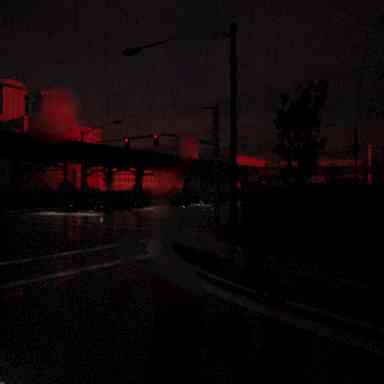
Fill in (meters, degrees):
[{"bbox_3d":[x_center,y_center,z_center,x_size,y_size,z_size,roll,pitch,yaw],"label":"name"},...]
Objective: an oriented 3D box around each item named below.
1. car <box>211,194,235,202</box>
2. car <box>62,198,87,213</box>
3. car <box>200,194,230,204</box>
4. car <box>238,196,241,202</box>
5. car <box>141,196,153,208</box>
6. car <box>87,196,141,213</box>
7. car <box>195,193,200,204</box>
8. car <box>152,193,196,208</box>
[{"bbox_3d":[5.454,1.010,58.325,1.895,1.301,4.718,0,1,38],"label":"car"},{"bbox_3d":[-11.619,1.377,35.810,1.812,1.442,4.674,0,1,37],"label":"car"},{"bbox_3d":[3.707,1.084,50.254,1.812,1.442,4.674,0,1,37],"label":"car"},{"bbox_3d":[9.703,0.909,58.114,2.033,1.411,5.357,0,1,38],"label":"car"},{"bbox_3d":[-6.095,1.232,43.110,2.128,1.511,4.902,0,1,37],"label":"car"},{"bbox_3d":[-8.053,1.340,34.721,1.837,1.490,4.892,0,1,37],"label":"car"},{"bbox_3d":[-0.572,0.952,50.399,2.097,1.767,4.553,0,1,37],"label":"car"},{"bbox_3d":[-2.176,1.266,42.490,2.033,1.411,5.357,0,1,37],"label":"car"}]
